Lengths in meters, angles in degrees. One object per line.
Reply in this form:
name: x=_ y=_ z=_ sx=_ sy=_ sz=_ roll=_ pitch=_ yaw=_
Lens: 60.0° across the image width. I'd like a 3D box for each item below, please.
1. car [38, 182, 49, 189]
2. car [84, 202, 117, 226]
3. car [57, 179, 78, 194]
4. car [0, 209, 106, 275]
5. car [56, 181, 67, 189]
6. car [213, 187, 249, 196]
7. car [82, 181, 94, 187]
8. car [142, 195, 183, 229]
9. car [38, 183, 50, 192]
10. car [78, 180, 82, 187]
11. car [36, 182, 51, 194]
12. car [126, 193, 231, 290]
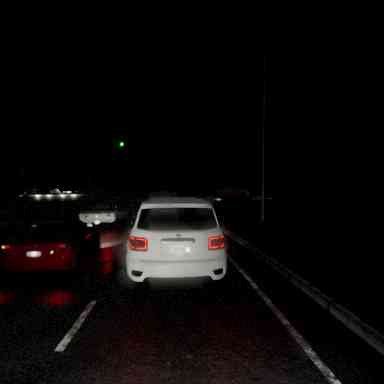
car: x=-31.496 y=-1.364 z=70.445 sx=2.033 sy=1.411 sz=5.357 roll=-1 pitch=3 yaw=-25
car: x=-5.416 y=1.217 z=19.676 sx=1.895 sy=1.301 sz=4.718 roll=-1 pitch=2 yaw=-11
car: x=-20.066 y=-0.851 z=53.584 sx=2.150 sy=2.045 sz=5.566 roll=-1 pitch=3 yaw=-22
car: x=-4.107 y=1.462 z=10.219 sx=1.994 sy=1.385 sz=4.181 roll=0 pitch=1 yaw=-6
car: x=-28.238 y=-1.491 z=71.734 sx=1.882 sy=1.535 sz=5.008 roll=-1 pitch=3 yaw=-25
car: x=5.262 y=0.011 z=44.998 sx=5.008 sy=1.535 sz=1.882 roll=0 pitch=3 yaw=-22
car: x=-25.716 y=-1.965 z=82.918 sx=2.033 sy=1.411 sz=5.357 roll=-1 pitch=3 yaw=-25
car: x=-1.904 y=1.086 z=20.122 sx=2.128 sy=1.511 sz=4.902 roll=0 pitch=2 yaw=-9
car: x=-27.165 y=-0.901 z=61.028 sx=2.033 sy=1.411 sz=5.357 roll=-1 pitch=3 yaw=-24
car: x=-28.904 y=-2.208 z=81.459 sx=2.150 sy=2.045 sz=5.566 roll=-1 pitch=3 yaw=-25
car: x=-23.206 y=-0.518 z=52.040 sx=1.882 sy=1.535 sz=5.008 roll=-1 pitch=3 yaw=-23
car: x=-0.477 y=1.132 z=9.105 sx=2.150 sy=2.045 sz=5.566 roll=0 pitch=1 yaw=-4
